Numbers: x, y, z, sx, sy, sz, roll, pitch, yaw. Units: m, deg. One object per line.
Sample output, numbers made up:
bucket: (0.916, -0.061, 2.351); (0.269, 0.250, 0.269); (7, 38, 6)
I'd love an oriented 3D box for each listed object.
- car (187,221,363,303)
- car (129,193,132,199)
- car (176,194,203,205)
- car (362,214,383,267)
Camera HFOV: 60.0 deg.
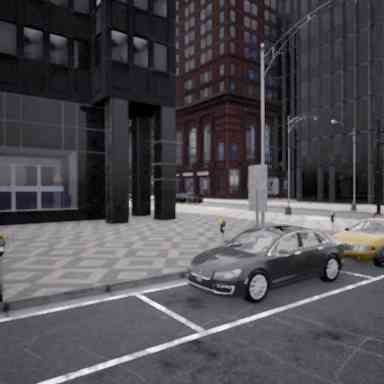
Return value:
car: (1.929, 1.517, 8.024); (4.403, 1.369, 2.008); (0, 0, -36)
car: (-11.339, 0.525, 55.634); (1.812, 1.442, 4.674); (0, 1, -36)
car: (-0.672, 0.870, 40.696); (1.895, 1.301, 4.718); (0, 1, -36)
car: (6.278, 1.462, 11.127); (4.829, 1.417, 1.752); (0, 0, -36)
